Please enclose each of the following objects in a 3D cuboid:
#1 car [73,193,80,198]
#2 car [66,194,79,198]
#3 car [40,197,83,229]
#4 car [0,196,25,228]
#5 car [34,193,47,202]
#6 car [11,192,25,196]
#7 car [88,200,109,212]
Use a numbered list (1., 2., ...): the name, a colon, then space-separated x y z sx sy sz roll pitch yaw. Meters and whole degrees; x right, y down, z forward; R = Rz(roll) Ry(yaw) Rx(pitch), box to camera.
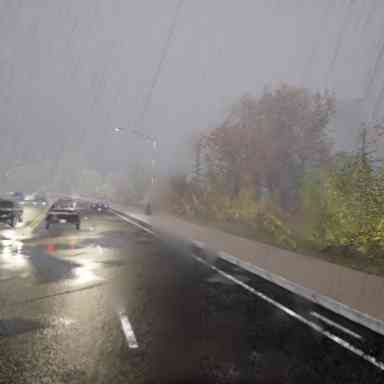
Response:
1. car: -24.790 1.031 70.595 1.812 1.442 4.674 3 -1 -25
2. car: -14.046 1.269 37.033 1.994 1.385 4.181 3 -1 -21
3. car: -7.701 1.330 20.072 2.128 1.511 4.902 3 -1 -20
4. car: -11.109 1.180 19.475 1.837 1.490 4.892 3 -1 -19
5. car: -24.646 0.916 54.207 2.033 1.411 5.357 3 -1 -22
6. car: -27.623 0.743 52.870 1.812 1.442 4.674 3 -1 -22
7. car: -10.282 1.475 36.315 1.895 1.301 4.718 3 -1 -21
